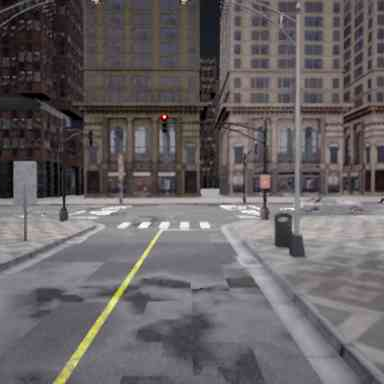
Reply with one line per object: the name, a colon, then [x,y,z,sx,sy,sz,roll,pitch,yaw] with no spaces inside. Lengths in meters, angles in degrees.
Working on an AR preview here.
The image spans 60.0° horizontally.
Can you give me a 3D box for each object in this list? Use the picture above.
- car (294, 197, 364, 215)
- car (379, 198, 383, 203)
car: [10.407,1.013,25.383,4.718,1.301,1.895,0,1,-1]
car: [23.026,0.710,35.360,5.357,1.411,2.033,0,1,-1]
